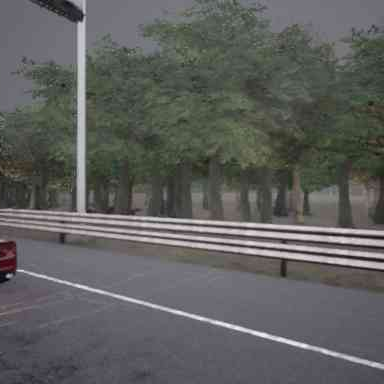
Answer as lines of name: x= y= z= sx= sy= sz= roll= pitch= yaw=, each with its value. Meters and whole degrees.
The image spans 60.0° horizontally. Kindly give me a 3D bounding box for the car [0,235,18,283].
car: x=-6.394 y=1.454 z=8.432 sx=5.008 sy=1.535 sz=1.882 roll=0 pitch=0 yaw=36
